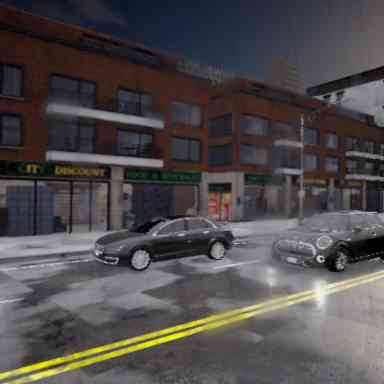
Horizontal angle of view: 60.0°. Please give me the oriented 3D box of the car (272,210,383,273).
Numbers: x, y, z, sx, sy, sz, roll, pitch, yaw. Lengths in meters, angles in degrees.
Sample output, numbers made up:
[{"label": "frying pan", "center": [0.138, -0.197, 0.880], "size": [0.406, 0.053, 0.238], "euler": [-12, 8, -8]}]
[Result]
[{"label": "car", "center": [4.775, 1.425, 11.073], "size": [4.553, 1.767, 2.097], "euler": [1, 0, -35]}]

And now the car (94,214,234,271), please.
[{"label": "car", "center": [-0.779, 1.544, 11.104], "size": [4.892, 1.490, 1.837], "euler": [0, 0, -35]}]
